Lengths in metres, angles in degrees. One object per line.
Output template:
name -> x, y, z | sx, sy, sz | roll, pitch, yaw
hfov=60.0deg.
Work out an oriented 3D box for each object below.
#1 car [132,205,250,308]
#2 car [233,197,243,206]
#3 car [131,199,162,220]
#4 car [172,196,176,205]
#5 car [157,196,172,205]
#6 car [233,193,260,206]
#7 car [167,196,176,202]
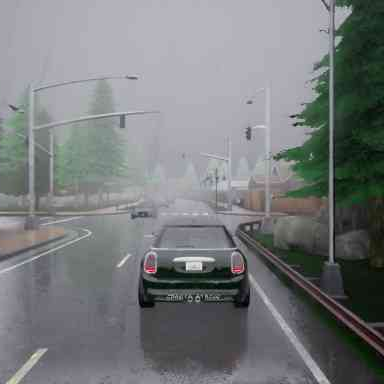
car -> 0.056, 1.352, 8.090 | 2.097, 1.767, 4.553 | 0, 0, 1
car -> 8.809, 1.144, 48.823 | 4.605, 1.855, 1.932 | 0, 0, -1
car -> -3.808, 1.544, 27.471 | 1.994, 1.385, 4.181 | 0, 0, -1
car -> -4.201, 1.535, 59.164 | 1.994, 1.385, 4.181 | 0, 0, 0
car -> -4.087, 1.496, 44.095 | 1.812, 1.442, 4.674 | 0, 0, 0
car -> 8.393, 1.146, 51.333 | 3.866, 1.878, 1.905 | 0, 0, -1
car -> -4.631, 1.558, 74.793 | 1.895, 1.301, 4.718 | 0, 0, -4
